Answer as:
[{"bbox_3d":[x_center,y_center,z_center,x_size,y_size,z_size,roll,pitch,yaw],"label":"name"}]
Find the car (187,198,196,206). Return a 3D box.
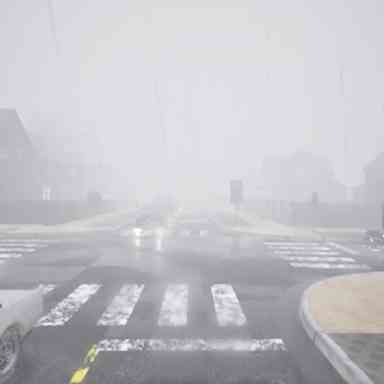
[{"bbox_3d":[-0.129,1.915,66.493,1.837,1.490,4.892,0,-1,0],"label":"car"}]

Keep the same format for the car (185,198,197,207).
[{"bbox_3d":[-0.109,1.870,56.484,1.994,1.385,4.181,0,-1,0],"label":"car"}]

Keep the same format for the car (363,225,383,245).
[{"bbox_3d":[10.385,1.716,14.226,5.357,1.411,2.033,1,1,1],"label":"car"}]

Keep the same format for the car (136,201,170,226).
[{"bbox_3d":[-2.896,1.599,24.426,1.812,1.442,4.674,0,0,0],"label":"car"}]

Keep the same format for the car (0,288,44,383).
[{"bbox_3d":[-3.080,1.605,2.584,1.895,1.301,4.718,0,0,0],"label":"car"}]

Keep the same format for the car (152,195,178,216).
[{"bbox_3d":[-2.911,1.350,34.780,2.150,2.045,5.566,0,0,0],"label":"car"}]

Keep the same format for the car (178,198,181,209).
[{"bbox_3d":[-2.919,1.552,44.786,2.097,1.767,4.553,0,0,0],"label":"car"}]
